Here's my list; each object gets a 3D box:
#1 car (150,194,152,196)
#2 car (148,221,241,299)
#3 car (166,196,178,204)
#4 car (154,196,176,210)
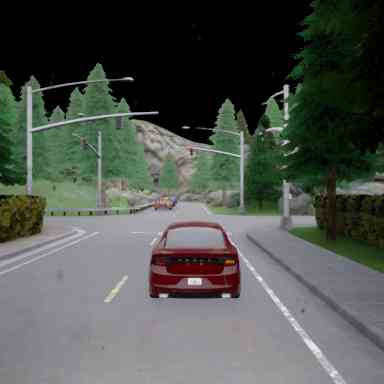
[{"bbox_3d":[-10.993,1.355,79.667,4.553,1.767,2.097,0,0,24],"label":"car"},{"bbox_3d":[0.069,1.478,8.527,1.882,1.535,5.008,0,0,0],"label":"car"},{"bbox_3d":[-3.852,1.477,62.852,1.882,1.535,5.008,0,0,-8],"label":"car"},{"bbox_3d":[-3.583,1.352,42.629,2.097,1.767,4.553,0,0,0],"label":"car"}]
